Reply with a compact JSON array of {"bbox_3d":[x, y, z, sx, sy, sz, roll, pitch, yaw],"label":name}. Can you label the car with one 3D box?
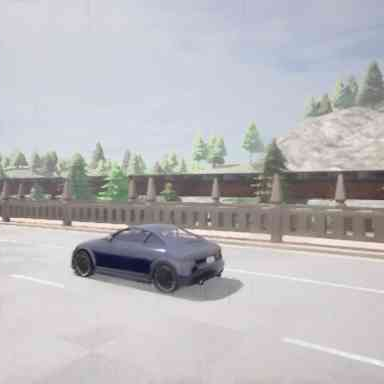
[{"bbox_3d":[-1.256,1.535,8.755,4.181,1.385,1.994,0,0,33],"label":"car"}]
